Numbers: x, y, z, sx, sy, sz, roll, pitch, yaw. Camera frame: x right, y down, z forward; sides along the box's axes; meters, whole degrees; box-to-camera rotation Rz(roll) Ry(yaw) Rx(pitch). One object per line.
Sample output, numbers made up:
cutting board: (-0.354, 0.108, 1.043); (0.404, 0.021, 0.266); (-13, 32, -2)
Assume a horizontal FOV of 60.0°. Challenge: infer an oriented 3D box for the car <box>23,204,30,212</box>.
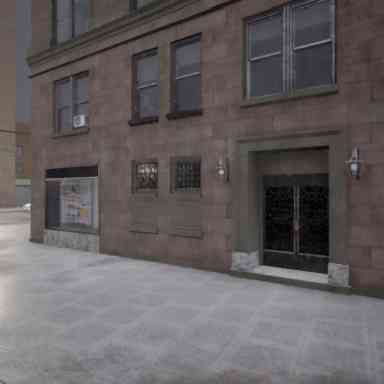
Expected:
car: (-15.702, 1.436, 35.851); (1.812, 1.442, 4.674); (0, 0, 35)
